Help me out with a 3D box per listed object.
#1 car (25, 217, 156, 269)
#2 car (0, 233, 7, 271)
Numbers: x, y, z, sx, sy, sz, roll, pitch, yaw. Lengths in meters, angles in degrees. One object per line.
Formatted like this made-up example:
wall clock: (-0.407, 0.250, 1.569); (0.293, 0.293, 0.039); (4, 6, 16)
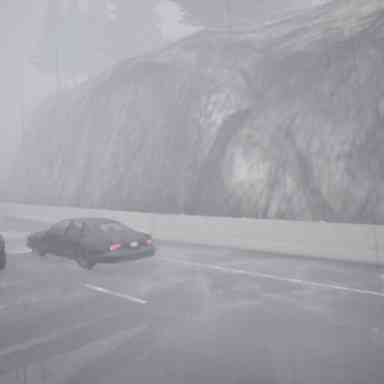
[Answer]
car: (-3.580, 1.553, 11.185); (5.357, 1.411, 2.033); (0, 0, 40)
car: (-7.338, 1.358, 9.817); (4.553, 1.767, 2.097); (0, 0, 41)
